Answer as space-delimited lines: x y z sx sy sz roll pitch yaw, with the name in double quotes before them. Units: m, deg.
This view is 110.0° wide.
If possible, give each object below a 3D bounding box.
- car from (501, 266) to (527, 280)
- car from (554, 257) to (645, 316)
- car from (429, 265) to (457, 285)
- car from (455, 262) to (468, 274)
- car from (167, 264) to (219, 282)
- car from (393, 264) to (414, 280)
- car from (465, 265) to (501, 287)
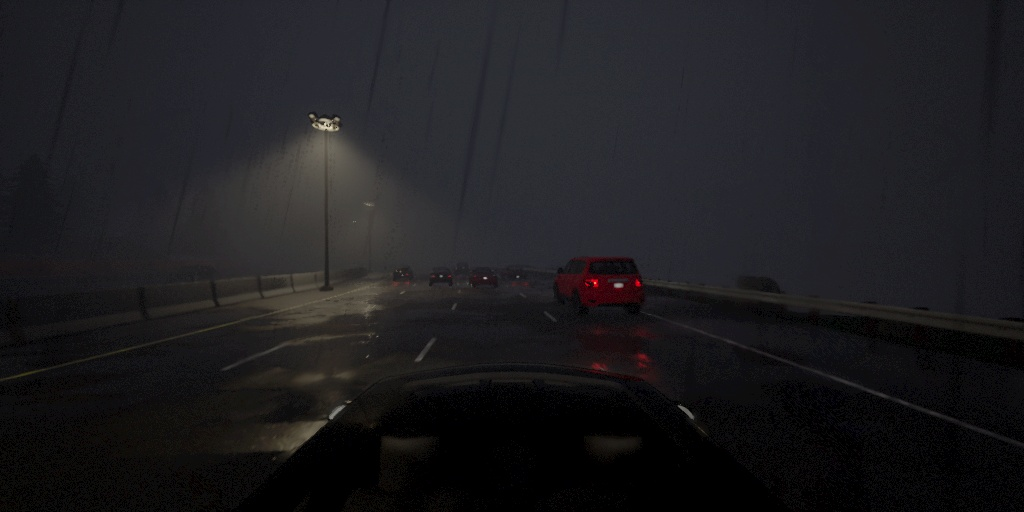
"car" 0.048 1.679 35.713 1.895 1.301 4.718 -1 -1 -13
"car" 3.150 1.053 14.039 2.150 2.045 5.566 0 -1 -5
"car" -5.963 1.643 29.966 2.033 1.411 5.357 -1 -1 -12
"car" -6.816 1.626 47.467 2.097 1.767 4.553 -1 -1 -17
"car" -28.085 1.493 31.735 1.837 1.490 4.892 -1 -1 -13
"car" -11.455 1.728 37.910 2.128 1.511 4.902 0 -1 -14
"car" -2.292 1.593 27.672 1.994 1.385 4.181 0 -1 -10
